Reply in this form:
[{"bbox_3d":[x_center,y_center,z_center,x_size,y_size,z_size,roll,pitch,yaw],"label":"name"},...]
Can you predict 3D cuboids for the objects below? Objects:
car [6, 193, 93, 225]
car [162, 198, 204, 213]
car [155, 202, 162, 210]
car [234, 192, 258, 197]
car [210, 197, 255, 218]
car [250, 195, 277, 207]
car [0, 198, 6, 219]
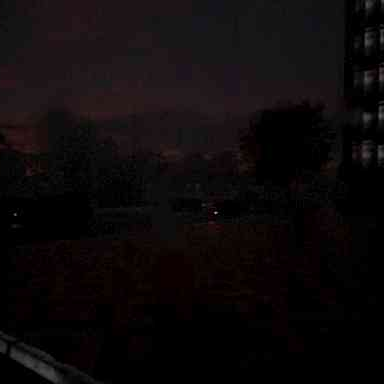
[{"bbox_3d":[-9.897,1.137,24.068,2.150,2.045,5.566,1,1,38],"label":"car"},{"bbox_3d":[-0.635,1.403,35.819,1.837,1.490,4.892,1,1,38],"label":"car"},{"bbox_3d":[-1.939,1.388,39.414,2.033,1.411,5.357,1,1,38],"label":"car"},{"bbox_3d":[8.529,0.958,52.527,2.150,2.045,5.566,1,1,38],"label":"car"},{"bbox_3d":[3.539,1.520,30.312,1.837,1.490,4.892,1,1,38],"label":"car"},{"bbox_3d":[11.074,1.535,50.521,1.895,1.301,4.718,1,1,38],"label":"car"},{"bbox_3d":[-13.697,1.213,24.499,2.097,1.767,4.553,1,1,38],"label":"car"}]
